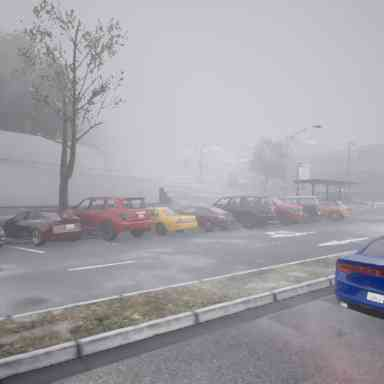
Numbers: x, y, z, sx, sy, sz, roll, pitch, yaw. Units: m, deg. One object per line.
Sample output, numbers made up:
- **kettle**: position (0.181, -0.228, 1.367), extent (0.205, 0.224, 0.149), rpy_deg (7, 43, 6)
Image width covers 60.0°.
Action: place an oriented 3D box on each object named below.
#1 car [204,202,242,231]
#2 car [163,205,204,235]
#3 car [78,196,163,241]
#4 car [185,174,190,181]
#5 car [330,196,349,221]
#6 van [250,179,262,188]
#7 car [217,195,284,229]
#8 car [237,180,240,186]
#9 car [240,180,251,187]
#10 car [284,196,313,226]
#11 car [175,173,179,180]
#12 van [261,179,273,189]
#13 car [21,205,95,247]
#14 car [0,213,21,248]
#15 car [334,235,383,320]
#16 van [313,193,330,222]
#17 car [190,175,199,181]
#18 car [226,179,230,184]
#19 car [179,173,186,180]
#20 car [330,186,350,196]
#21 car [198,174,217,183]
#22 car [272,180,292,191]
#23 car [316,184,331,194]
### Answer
- **car**: position (0.366, 1.548, 20.422), extent (4.674, 1.452, 2.002), rpy_deg (-1, -1, 35)
- **car**: position (-2.242, 1.502, 18.797), extent (5.366, 1.575, 1.946), rpy_deg (-1, -1, 35)
- **car**: position (-4.563, 1.247, 16.972), extent (5.566, 2.045, 2.435), rpy_deg (-1, -1, 35)
- **car**: position (0.932, -3.850, 90.238), extent (2.185, 1.767, 4.553), rpy_deg (6, 3, 34)
- **car**: position (10.262, 1.403, 27.294), extent (4.553, 1.767, 2.185), rpy_deg (-1, -1, 35)
- **van**: position (14.809, -1.764, 70.474), extent (1.878, 1.987, 4.442), rpy_deg (7, 4, 35)
- **car**: position (2.796, 1.262, 22.177), extent (5.566, 2.045, 2.435), rpy_deg (-1, -1, 35)
- **car**: position (11.409, -2.044, 75.529), extent (2.002, 1.452, 4.674), rpy_deg (7, 4, 35)
- **car**: position (13.238, -1.812, 73.207), extent (1.946, 1.575, 5.366), rpy_deg (7, 3, 35)
- **car**: position (5.311, 1.267, 23.879), extent (5.566, 2.045, 2.435), rpy_deg (-1, -1, 35)
- **car**: position (-2.564, -4.362, 95.060), extent (2.435, 2.045, 5.566), rpy_deg (1, -1, 34)
- **van**: position (16.536, -1.491, 68.001), extent (1.878, 1.987, 4.442), rpy_deg (7, 4, 35)
- **car**: position (-7.010, 1.524, 15.230), extent (4.792, 1.488, 2.163), rpy_deg (-1, -1, 35)
- **car**: position (-9.432, 1.493, 13.486), extent (4.892, 1.521, 2.231), rpy_deg (-1, -1, 35)
- **car**: position (4.864, 1.487, 6.585), extent (5.008, 1.535, 1.882), rpy_deg (0, 0, -35)
- **van**: position (7.851, 1.296, 25.546), extent (4.442, 1.987, 1.878), rpy_deg (-1, -1, 35)
- **car**: position (2.724, -3.699, 87.770), extent (2.435, 2.045, 5.566), rpy_deg (7, 3, 34)
- **car**: position (9.670, -2.317, 77.993), extent (2.002, 1.452, 4.674), rpy_deg (7, 3, 35)
- **car**: position (-0.795, -4.085, 92.710), extent (2.185, 1.767, 4.553), rpy_deg (4, 1, 34)
- **car**: position (25.184, 0.136, 55.771), extent (2.002, 1.452, 4.674), rpy_deg (7, 3, 35)
- **car**: position (4.572, -3.176, 85.509), extent (1.946, 1.575, 5.366), rpy_deg (7, 3, 34)
- **car**: position (18.293, -0.992, 65.636), extent (2.231, 1.521, 4.892), rpy_deg (7, 3, 35)
- **car**: position (23.496, -0.426, 58.245), extent (2.435, 2.045, 5.566), rpy_deg (7, 3, 35)
